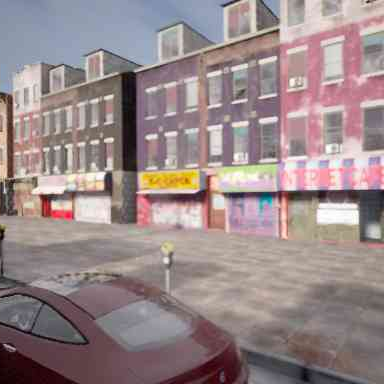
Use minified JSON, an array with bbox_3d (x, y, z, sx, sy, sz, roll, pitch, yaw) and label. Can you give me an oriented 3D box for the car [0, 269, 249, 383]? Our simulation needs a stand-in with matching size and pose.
[{"bbox_3d":[-1.414,1.583,3.826,4.206,1.307,1.802,0,0,36],"label":"car"}]
